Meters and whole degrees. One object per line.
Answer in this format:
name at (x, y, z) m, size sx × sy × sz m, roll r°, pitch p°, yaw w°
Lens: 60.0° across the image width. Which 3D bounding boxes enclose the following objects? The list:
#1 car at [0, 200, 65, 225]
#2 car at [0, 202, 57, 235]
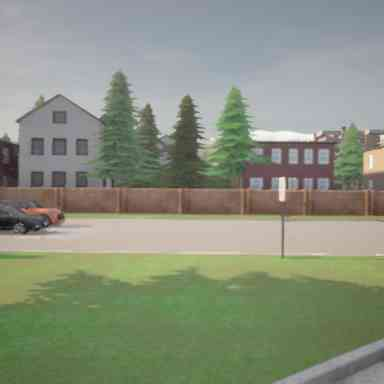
car at (-10.563, 1.294, 21.262) m, size 4.553 × 1.767 × 2.097 m, roll 1°, pitch 0°, yaw 0°
car at (-10.195, 1.444, 17.762) m, size 4.892 × 1.490 × 1.837 m, roll 0°, pitch 0°, yaw 0°
